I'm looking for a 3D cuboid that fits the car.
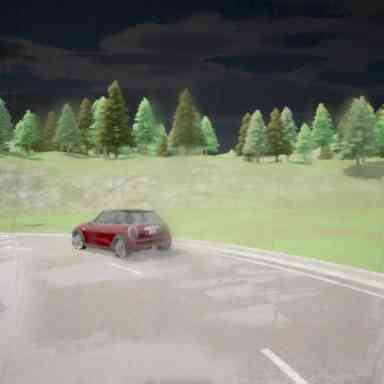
[{"bbox_3d":[-2.920,1.447,13.242,4.553,1.767,2.097,-1,0,44],"label":"car"}]
